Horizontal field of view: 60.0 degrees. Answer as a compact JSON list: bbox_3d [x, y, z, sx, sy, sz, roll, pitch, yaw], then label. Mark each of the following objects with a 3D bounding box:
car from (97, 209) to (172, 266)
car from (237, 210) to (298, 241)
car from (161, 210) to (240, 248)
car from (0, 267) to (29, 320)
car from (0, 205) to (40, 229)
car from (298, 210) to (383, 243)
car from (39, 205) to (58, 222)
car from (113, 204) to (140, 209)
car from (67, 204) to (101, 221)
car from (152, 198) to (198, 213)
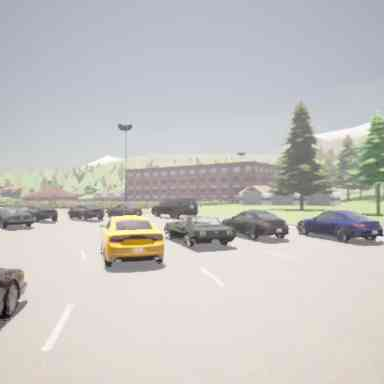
[{"bbox_3d":[-2.345,1.625,12.321,1.882,1.535,5.008,0,-1,-17],"label":"car"},{"bbox_3d":[3.264,1.692,17.884,1.812,1.442,4.674,0,-1,-22],"label":"car"},{"bbox_3d":[0.174,1.767,15.757,1.895,1.301,4.718,0,-1,-21],"label":"car"},{"bbox_3d":[-3.983,1.623,4.416,2.033,1.411,5.357,0,-1,-8],"label":"car"},{"bbox_3d":[-13.554,1.906,24.990,2.033,1.411,5.357,0,-1,-42],"label":"car"},{"bbox_3d":[7.362,1.654,16.937,1.812,1.442,4.674,0,-1,-19],"label":"car"},{"bbox_3d":[-13.824,1.918,29.959,4.892,1.490,1.837,-1,-2,43],"label":"car"},{"bbox_3d":[-6.695,1.922,33.071,1.812,1.442,4.674,0,-1,-43],"label":"car"},{"bbox_3d":[-10.003,1.903,31.111,1.837,1.490,4.892,1,-1,-44],"label":"car"},{"bbox_3d":[-1.692,1.579,32.759,2.150,2.045,5.566,0,-1,-39],"label":"car"}]
